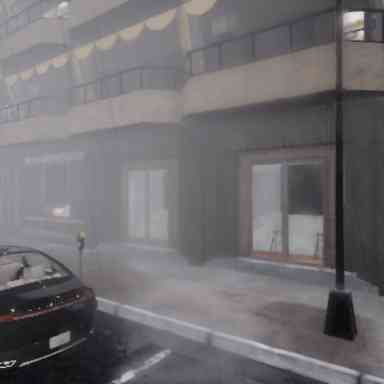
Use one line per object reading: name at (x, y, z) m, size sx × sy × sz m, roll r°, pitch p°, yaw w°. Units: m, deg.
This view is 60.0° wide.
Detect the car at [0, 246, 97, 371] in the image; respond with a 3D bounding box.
car at (-3.359, 1.535, 5.270) m, size 4.403 × 1.369 × 2.008 m, roll 0°, pitch 0°, yaw 35°
